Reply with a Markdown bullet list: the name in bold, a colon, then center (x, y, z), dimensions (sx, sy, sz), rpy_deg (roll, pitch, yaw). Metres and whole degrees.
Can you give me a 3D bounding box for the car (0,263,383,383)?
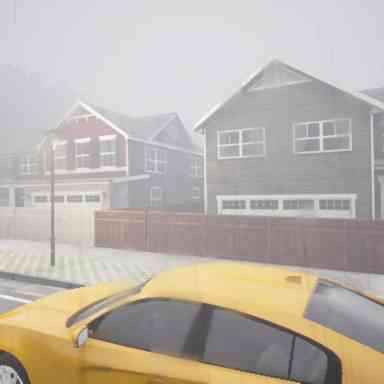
- **car**: center (0.129, 1.477, 3.200), dimensions (5.008, 1.535, 1.882), rpy_deg (0, 0, 27)
